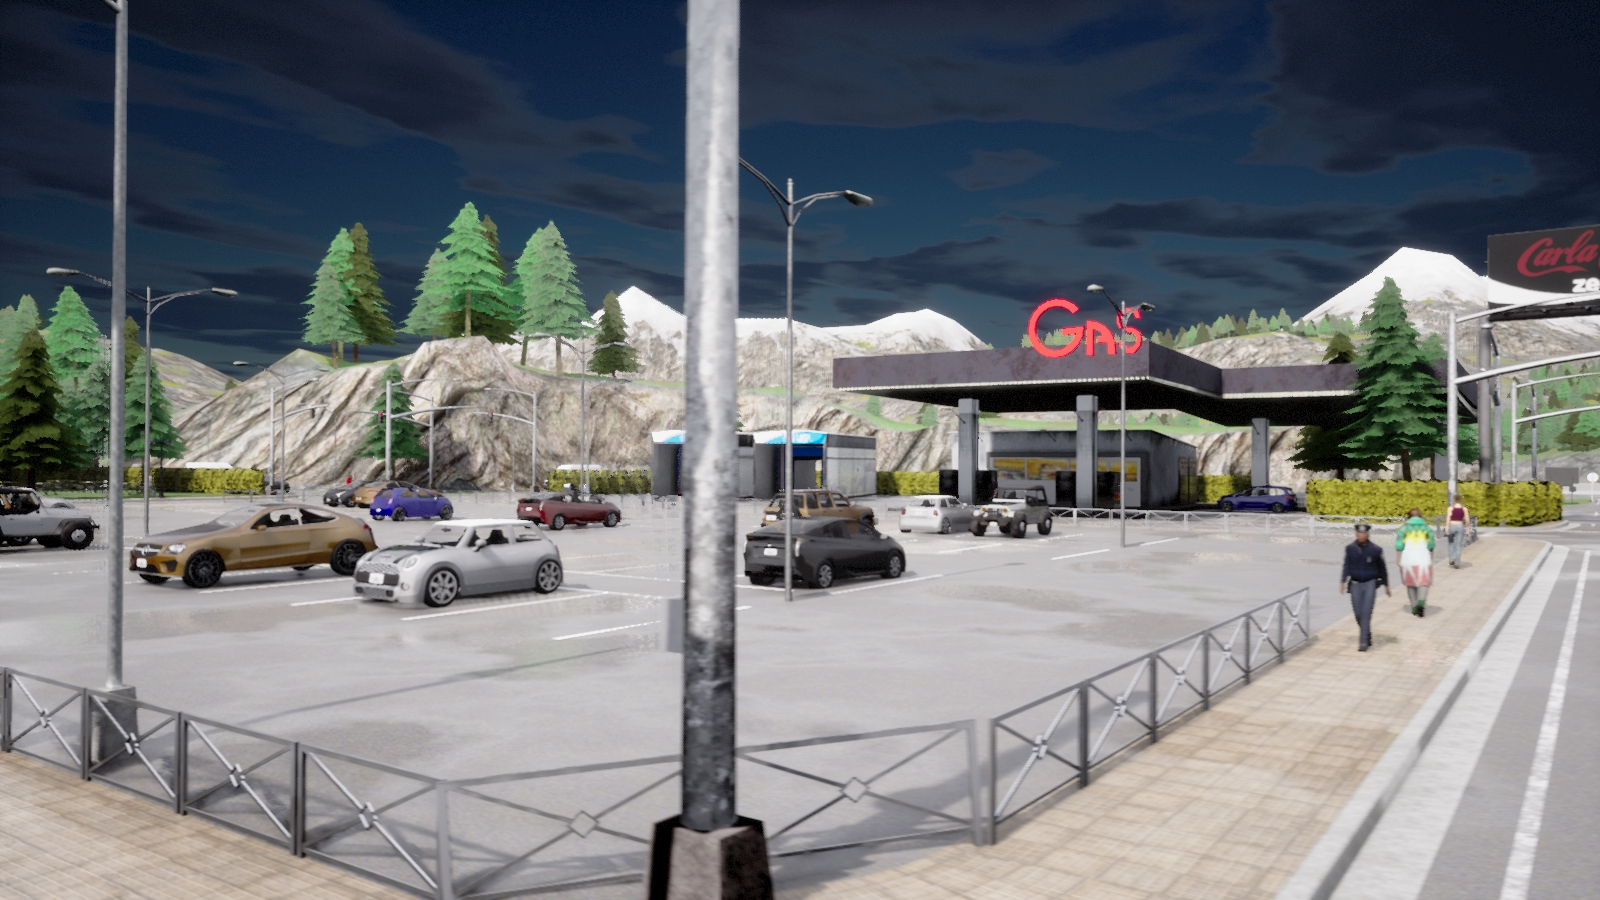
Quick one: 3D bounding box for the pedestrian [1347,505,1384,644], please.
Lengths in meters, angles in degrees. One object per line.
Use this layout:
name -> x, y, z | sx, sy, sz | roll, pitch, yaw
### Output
pedestrian -> 7.816, 1.707, 15.795 | 0.375, 1.860, 0.375 | 0, -1, 39

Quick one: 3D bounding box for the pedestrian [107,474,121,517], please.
pedestrian -> -30.387, 2.008, 50.633 | 0.375, 1.860, 0.375 | 0, -1, 28

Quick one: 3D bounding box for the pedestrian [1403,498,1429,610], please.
pedestrian -> 10.489, 1.757, 19.467 | 0.375, 1.860, 0.375 | 0, -1, 27

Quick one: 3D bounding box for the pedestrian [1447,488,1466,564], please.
pedestrian -> 16.256, 1.876, 28.295 | 0.375, 1.860, 0.375 | 0, -1, 24
